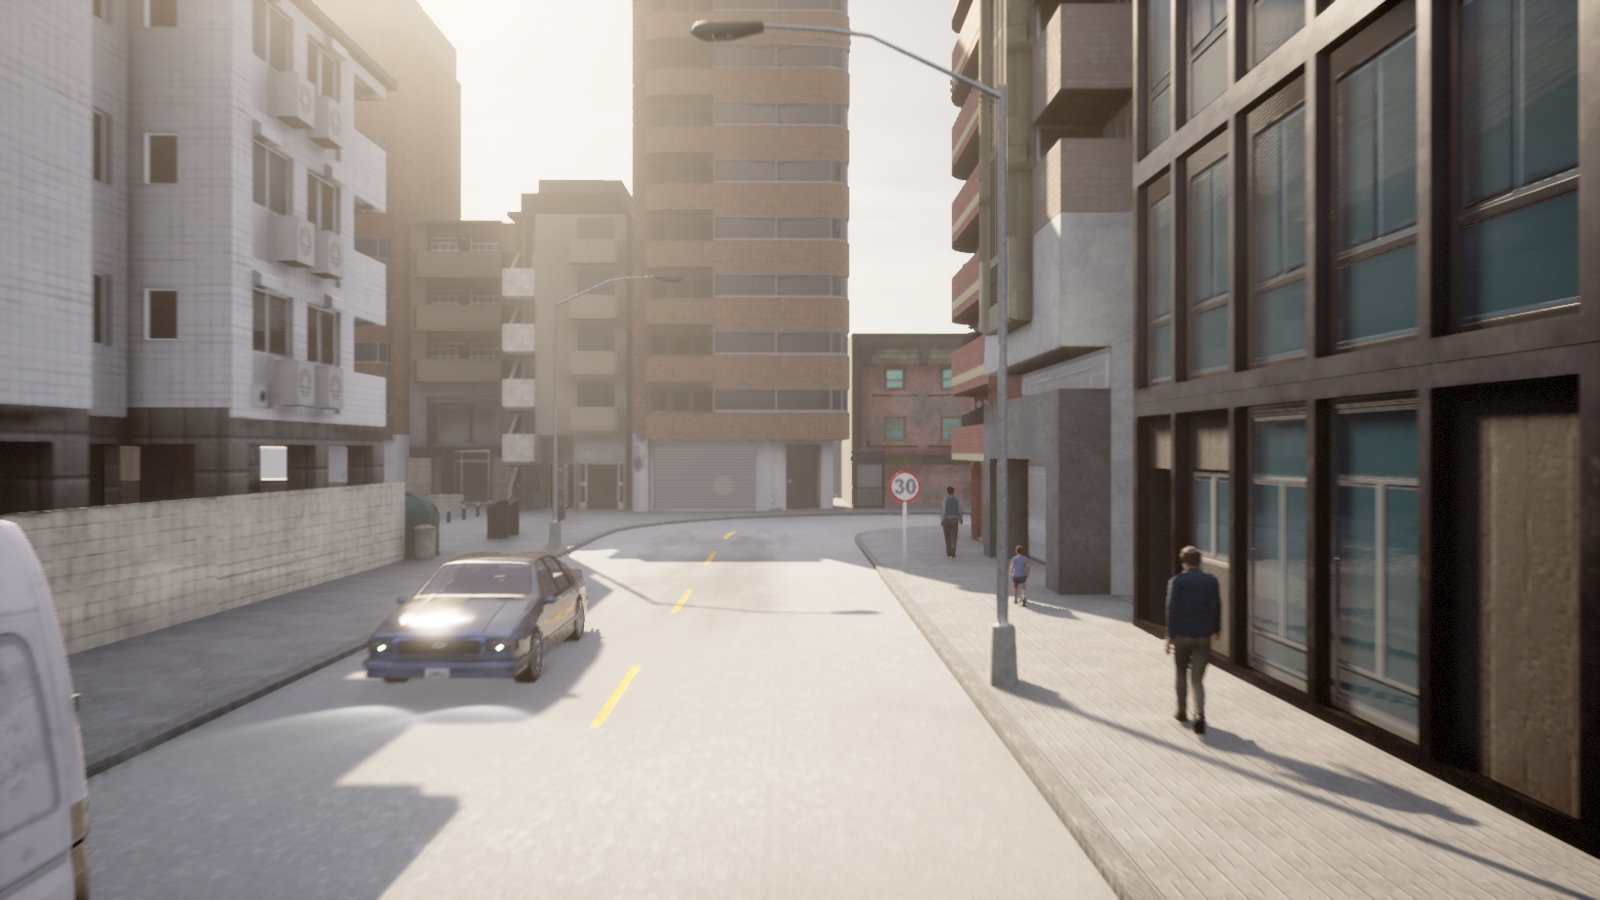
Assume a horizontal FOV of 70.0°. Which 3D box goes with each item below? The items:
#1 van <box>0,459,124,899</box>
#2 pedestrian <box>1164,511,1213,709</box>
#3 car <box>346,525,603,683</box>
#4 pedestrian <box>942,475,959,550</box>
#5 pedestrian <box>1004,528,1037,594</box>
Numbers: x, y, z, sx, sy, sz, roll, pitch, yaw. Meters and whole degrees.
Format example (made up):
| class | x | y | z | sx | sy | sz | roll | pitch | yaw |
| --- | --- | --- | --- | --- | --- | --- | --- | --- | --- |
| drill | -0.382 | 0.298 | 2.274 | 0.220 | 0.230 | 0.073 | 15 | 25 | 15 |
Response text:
| class | x | y | z | sx | sy | sz | roll | pitch | yaw |
| --- | --- | --- | --- | --- | --- | --- | --- | --- | --- |
| van | -3.930 | 1.317 | 2.057 | 1.988 | 2.561 | 5.915 | 0 | 0 | -1 |
| pedestrian | 3.756 | 1.533 | 11.057 | 0.375 | 1.860 | 0.375 | 0 | 0 | 8 |
| car | -4.104 | 1.897 | 15.475 | 2.033 | 1.411 | 5.357 | 0 | 0 | -1 |
| pedestrian | 3.756 | 1.548 | 28.459 | 0.375 | 1.860 | 0.375 | 0 | 0 | 1 |
| pedestrian | 3.843 | 1.919 | 19.914 | 0.500 | 1.100 | 0.500 | 0 | 0 | 2 |
